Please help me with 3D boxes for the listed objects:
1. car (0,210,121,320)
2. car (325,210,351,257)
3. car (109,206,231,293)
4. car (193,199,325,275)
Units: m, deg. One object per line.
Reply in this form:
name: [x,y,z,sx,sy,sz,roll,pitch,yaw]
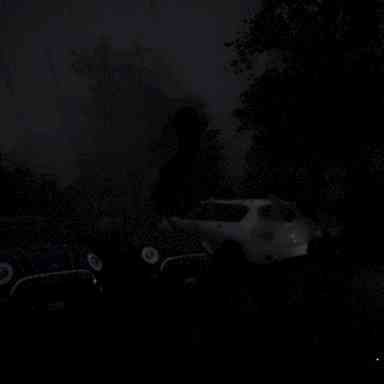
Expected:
car: [-3.606,1.355,7.527,2.185,1.767,4.553,0,0,-36]
car: [3.334,1.360,12.401,2.185,1.767,4.553,0,0,-36]
car: [-1.339,1.357,9.144,2.185,1.767,4.553,0,0,-36]
car: [1.032,1.233,10.832,2.435,2.045,5.566,0,0,-36]
